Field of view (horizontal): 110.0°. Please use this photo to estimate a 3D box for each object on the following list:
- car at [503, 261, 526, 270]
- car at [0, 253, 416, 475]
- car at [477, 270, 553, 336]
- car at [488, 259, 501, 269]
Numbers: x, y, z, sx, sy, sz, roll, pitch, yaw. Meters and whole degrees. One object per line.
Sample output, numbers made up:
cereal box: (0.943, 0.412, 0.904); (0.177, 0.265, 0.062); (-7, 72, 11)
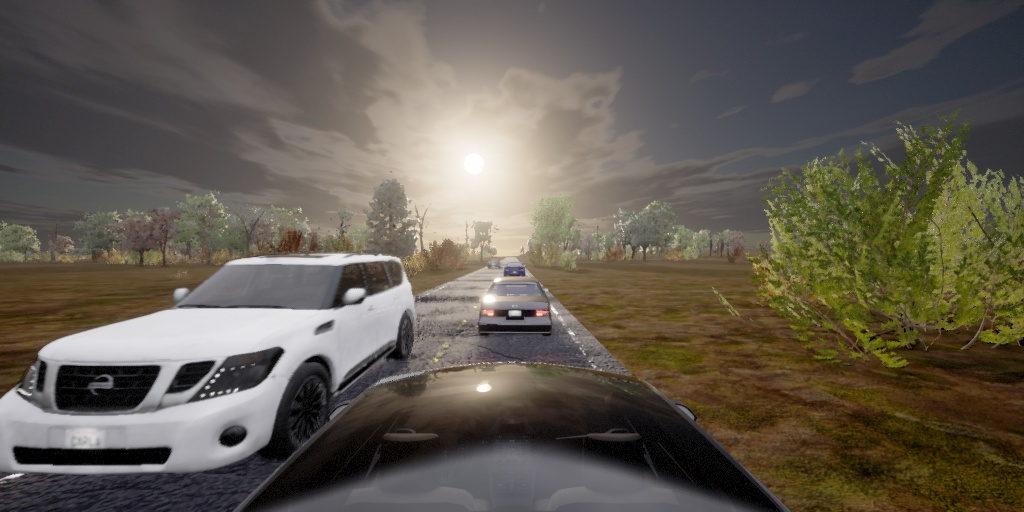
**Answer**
car: (0.228, 1.221, 32.578); (1.882, 1.535, 5.008); (0, 0, 0)
car: (-3.086, 0.971, 5.367); (2.150, 2.045, 5.566); (0, 0, 0)
car: (0.118, 1.298, 10.355); (2.033, 1.411, 5.357); (0, 0, 1)
car: (-2.813, 1.215, 56.994); (2.128, 1.511, 4.902); (0, 0, 1)
